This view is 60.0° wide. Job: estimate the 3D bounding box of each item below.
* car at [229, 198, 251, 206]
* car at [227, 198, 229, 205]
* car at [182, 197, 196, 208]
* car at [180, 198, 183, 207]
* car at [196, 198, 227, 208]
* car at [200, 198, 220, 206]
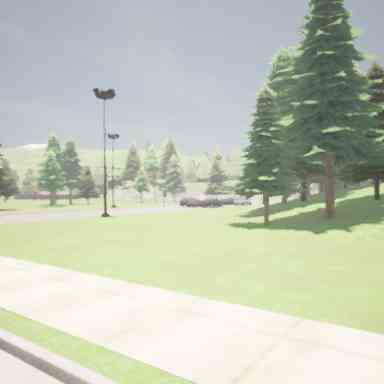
[{"bbox_3d":[9.263,1.805,61.549,1.812,1.442,4.674,-1,0,36],"label":"car"},{"bbox_3d":[6.682,1.877,63.948,1.994,1.385,4.181,-1,0,36],"label":"car"},{"bbox_3d":[0.850,1.878,55.893,1.994,1.385,4.181,-1,0,37],"label":"car"},{"bbox_3d":[-0.212,1.700,60.355,2.097,1.767,4.553,-1,0,37],"label":"car"},{"bbox_3d":[3.213,1.784,53.170,1.837,1.490,4.892,-1,0,37],"label":"car"},{"bbox_3d":[3.609,1.873,65.675,1.812,1.442,4.674,-1,0,36],"label":"car"}]
